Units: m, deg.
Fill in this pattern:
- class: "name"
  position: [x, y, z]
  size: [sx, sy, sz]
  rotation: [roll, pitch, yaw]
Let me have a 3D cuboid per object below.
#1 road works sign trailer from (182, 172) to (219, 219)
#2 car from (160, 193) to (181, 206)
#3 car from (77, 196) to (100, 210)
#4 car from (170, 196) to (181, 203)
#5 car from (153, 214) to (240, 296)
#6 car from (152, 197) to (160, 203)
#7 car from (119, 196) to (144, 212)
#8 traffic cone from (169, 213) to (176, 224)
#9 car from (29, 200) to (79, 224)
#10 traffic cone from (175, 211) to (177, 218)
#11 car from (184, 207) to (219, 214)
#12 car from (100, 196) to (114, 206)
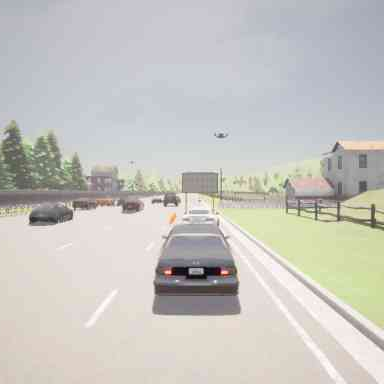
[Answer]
- class: "road works sign trailer"
  position: [0.508, 0.464, 22.064]
  size: [2.380, 3.560, 2.880]
  rotation: [0, 0, -4]
- class: "car"
  position: [-3.345, 1.221, 53.342]
  size: [2.150, 2.045, 5.566]
  rotation: [0, 0, 0]
- class: "car"
  position: [-13.855, 1.478, 43.115]
  size: [1.882, 1.535, 5.008]
  rotation: [0, 0, 0]
- class: "car"
  position: [-3.329, 1.564, 68.557]
  size: [1.994, 1.385, 4.181]
  rotation: [0, 0, 0]
- class: "car"
  position: [0.107, 1.547, 8.806]
  size: [2.033, 1.411, 5.357]
  rotation: [0, 0, 1]
- class: "car"
  position: [-6.832, 1.600, 66.461]
  size: [1.895, 1.301, 4.718]
  rotation: [0, 0, 0]
- class: "car"
  position: [-6.859, 1.477, 39.053]
  size: [1.882, 1.535, 5.008]
  rotation: [0, 0, 0]
- class: "traffic cone"
  position: [-1.463, 1.955, 23.162]
  size: [0.340, 0.580, 0.340]
  rotation: [0, 0, 0]
- class: "car"
  position: [-10.374, 1.564, 24.865]
  size: [1.994, 1.385, 4.181]
  rotation: [0, 0, 0]
- class: "traffic cone"
  position: [-1.461, 1.955, 25.162]
  size: [0.340, 0.580, 0.340]
  rotation: [0, 0, 0]
- class: "car"
  position: [0.497, 1.539, 18.450]
  size: [1.812, 1.442, 4.674]
  rotation: [0, -1, 6]
- class: "car"
  position: [-13.846, 1.352, 53.113]
  size: [2.097, 1.767, 4.553]
  rotation: [0, 0, 0]
